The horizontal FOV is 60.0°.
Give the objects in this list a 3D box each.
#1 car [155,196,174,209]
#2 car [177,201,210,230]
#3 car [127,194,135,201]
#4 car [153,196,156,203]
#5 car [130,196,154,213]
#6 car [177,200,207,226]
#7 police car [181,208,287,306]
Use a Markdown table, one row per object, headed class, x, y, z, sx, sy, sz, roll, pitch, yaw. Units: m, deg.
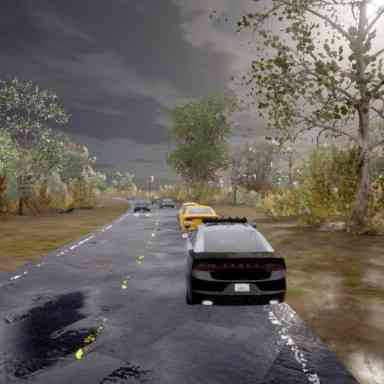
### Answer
| class | x | y | z | sx | sy | sz | roll | pitch | yaw |
| --- | --- | --- | --- | --- | --- | --- | --- | --- | --- |
| car | -3.567 | 1.543 | 46.150 | 2.033 | 1.411 | 5.357 | 0 | 0 | -9 |
| car | 0.317 | 1.477 | 18.210 | 1.882 | 1.535 | 5.008 | 0 | 0 | -4 |
| car | -15.235 | 1.344 | 83.930 | 2.097 | 1.767 | 4.553 | 0 | 0 | -16 |
| car | -6.803 | 1.519 | 63.511 | 1.812 | 1.442 | 4.674 | 0 | 0 | -12 |
| car | -5.535 | 1.545 | 37.243 | 2.033 | 1.411 | 5.357 | 0 | 0 | -7 |
| car | -0.135 | 1.453 | 24.431 | 1.801 | 1.575 | 5.366 | 0 | 0 | -5 |
| police car | 0.776 | 1.425 | 8.251 | 1.930 | 1.638 | 5.238 | 0 | 0 | -2 |
